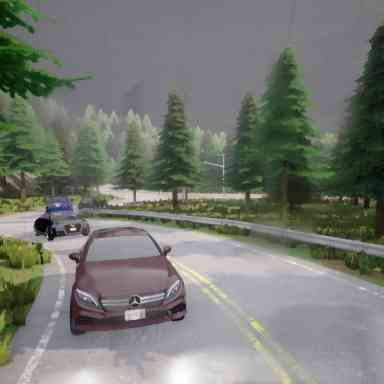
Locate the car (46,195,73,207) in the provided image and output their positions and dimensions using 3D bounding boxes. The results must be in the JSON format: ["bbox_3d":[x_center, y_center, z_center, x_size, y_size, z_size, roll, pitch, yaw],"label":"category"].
[{"bbox_3d":[-12.802,1.325,32.215,2.150,2.045,5.566,-1,0,-18],"label":"car"}]

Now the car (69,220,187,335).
[{"bbox_3d":[-1.509,1.522,7.035,1.812,1.442,4.674,-2,0,-17],"label":"car"}]

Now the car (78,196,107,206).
[{"bbox_3d":[-12.640,1.287,42.798,2.097,1.767,4.553,2,2,13],"label":"car"}]

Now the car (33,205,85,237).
[{"bbox_3d":[-7.022,1.664,17.742,1.994,1.385,4.181,-4,2,-38],"label":"car"}]
